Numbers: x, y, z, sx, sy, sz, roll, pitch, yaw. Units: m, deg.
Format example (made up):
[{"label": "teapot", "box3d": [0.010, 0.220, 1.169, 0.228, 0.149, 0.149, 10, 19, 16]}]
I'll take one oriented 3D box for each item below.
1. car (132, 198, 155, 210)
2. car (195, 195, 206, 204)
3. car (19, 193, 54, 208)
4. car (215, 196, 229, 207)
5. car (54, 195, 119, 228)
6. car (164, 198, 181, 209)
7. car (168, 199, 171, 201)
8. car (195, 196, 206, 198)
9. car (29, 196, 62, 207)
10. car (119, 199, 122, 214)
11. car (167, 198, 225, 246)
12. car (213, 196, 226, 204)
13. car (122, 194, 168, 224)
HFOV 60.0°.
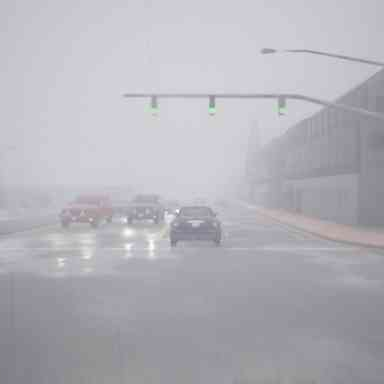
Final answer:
[{"label": "car", "box3d": [-6.138, 1.510, 42.658, 2.033, 1.411, 5.357, 0, 0, 2]}, {"label": "car", "box3d": [1.564, 1.423, 61.910, 1.882, 1.535, 5.008, 0, 0, 2]}, {"label": "car", "box3d": [-20.899, 1.117, 44.607, 3.866, 1.878, 1.905, 0, 0, 1]}, {"label": "car", "box3d": [4.697, 1.480, 51.601, 1.812, 1.442, 4.674, 0, 0, 2]}, {"label": "car", "box3d": [-6.891, 1.202, 22.442, 2.150, 2.045, 5.566, 0, 0, 2]}, {"label": "car", "box3d": [-2.557, 1.561, 44.659, 1.895, 1.301, 4.718, 0, 0, 2]}, {"label": "car", "box3d": [-2.988, 1.495, 34.630, 1.812, 1.442, 4.674, 0, 0, 2]}, {"label": "car", "box3d": [1.203, 1.459, 51.824, 1.837, 1.490, 4.892, 0, 0, 2]}, {"label": "car", "box3d": [-20.858, 1.354, 47.502, 3.806, 1.475, 1.970, 0, 0, 1]}, {"label": "car", "box3d": [-6.577, 1.449, 32.383, 1.882, 1.535, 5.008, 0, 0, 2]}, {"label": "car", "box3d": [0.177, 1.338, 15.458, 2.097, 1.767, 4.553, 0, 0, 1]}, {"label": "car", "box3d": [5.066, 1.436, 61.878, 2.128, 1.511, 4.902, 0, 0, 2]}, {"label": "car", "box3d": [-3.324, 1.200, 24.824, 2.150, 2.045, 5.566, 0, 0, 2]}]
